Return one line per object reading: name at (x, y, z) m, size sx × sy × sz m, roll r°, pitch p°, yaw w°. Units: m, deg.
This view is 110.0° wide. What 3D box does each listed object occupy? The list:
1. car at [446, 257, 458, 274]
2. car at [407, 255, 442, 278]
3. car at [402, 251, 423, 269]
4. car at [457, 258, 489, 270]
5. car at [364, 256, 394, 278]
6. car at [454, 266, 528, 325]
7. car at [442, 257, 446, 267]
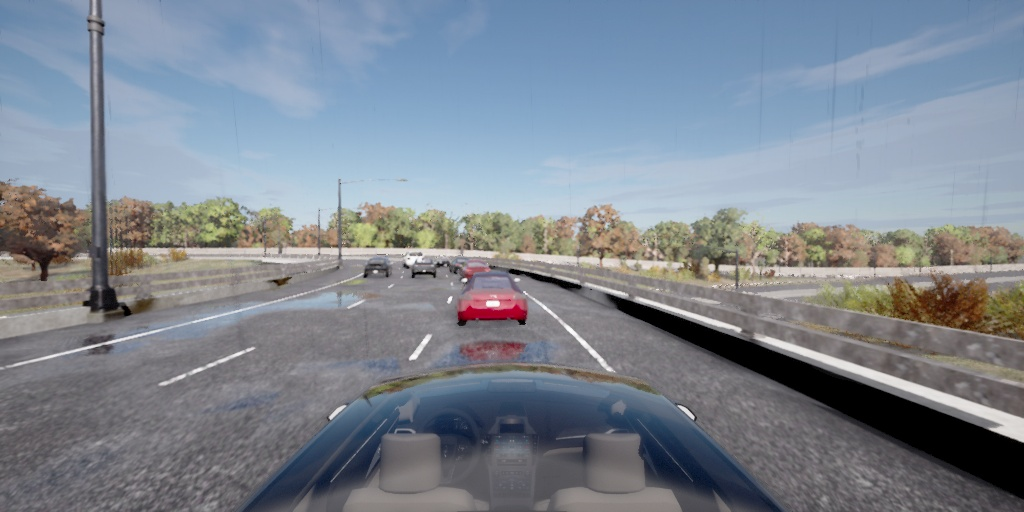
car at (-4.709, 0.857, 33.273) m, size 1.812 × 1.442 × 4.674 m, roll 0°, pitch 1°, yaw -17°
car at (-7.054, 0.888, 28.758) m, size 2.128 × 1.511 × 4.902 m, roll 0°, pitch 1°, yaw -14°
car at (-11.937, 0.430, 43.425) m, size 2.150 × 2.045 × 5.566 m, roll 0°, pitch 1°, yaw -22°
car at (-2.446, 0.982, 23.767) m, size 1.812 × 1.442 × 4.674 m, roll 0°, pitch 1°, yaw -11°
car at (-10.712, 0.903, 28.862) m, size 1.837 × 1.490 × 4.892 m, roll 0°, pitch 0°, yaw -15°
car at (-0.660, 1.185, 11.353) m, size 1.994 × 1.385 × 4.181 m, roll 0°, pitch 1°, yaw -5°
car at (-8.787, 0.782, 44.878) m, size 1.895 × 1.301 × 4.718 m, roll 0°, pitch 1°, yaw -22°
